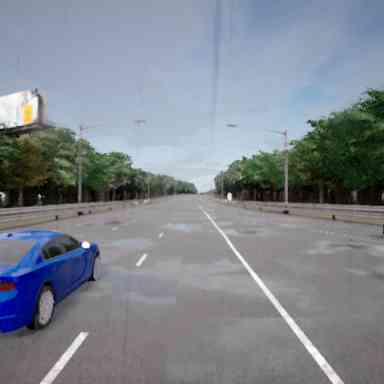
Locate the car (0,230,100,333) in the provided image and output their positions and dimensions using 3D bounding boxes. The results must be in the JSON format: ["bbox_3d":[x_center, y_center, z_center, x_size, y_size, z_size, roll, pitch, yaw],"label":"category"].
[{"bbox_3d":[-3.399,1.550,7.055,1.882,1.535,5.008,0,-1,0],"label":"car"}]
